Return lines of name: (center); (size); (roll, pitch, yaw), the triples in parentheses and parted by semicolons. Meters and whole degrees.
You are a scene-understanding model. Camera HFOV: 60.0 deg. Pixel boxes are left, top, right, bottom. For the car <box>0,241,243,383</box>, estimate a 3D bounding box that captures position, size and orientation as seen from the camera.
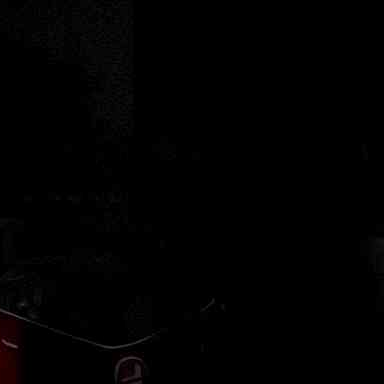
car: (-1.555, 1.440, 4.053); (4.097, 1.590, 1.967); (0, 0, 35)
